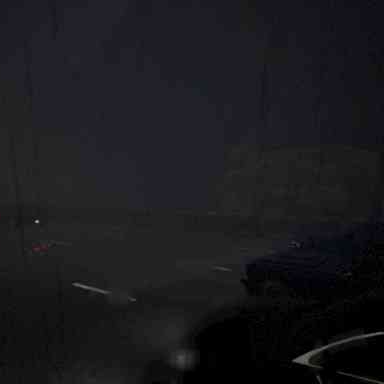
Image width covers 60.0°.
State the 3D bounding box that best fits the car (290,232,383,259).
[{"bbox_3d":[3.309,1.600,5.930,4.718,1.301,1.895,0,0,35],"label":"car"}]

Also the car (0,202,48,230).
[{"bbox_3d":[-10.732,1.402,20.241,4.892,1.490,1.837,1,0,35],"label":"car"}]

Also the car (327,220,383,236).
[{"bbox_3d":[5.162,1.476,8.908,5.008,1.535,1.882,0,0,35],"label":"car"}]

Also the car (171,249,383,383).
[{"bbox_3d":[2.050,1.505,2.529,4.892,1.490,1.837,0,0,35],"label":"car"}]
